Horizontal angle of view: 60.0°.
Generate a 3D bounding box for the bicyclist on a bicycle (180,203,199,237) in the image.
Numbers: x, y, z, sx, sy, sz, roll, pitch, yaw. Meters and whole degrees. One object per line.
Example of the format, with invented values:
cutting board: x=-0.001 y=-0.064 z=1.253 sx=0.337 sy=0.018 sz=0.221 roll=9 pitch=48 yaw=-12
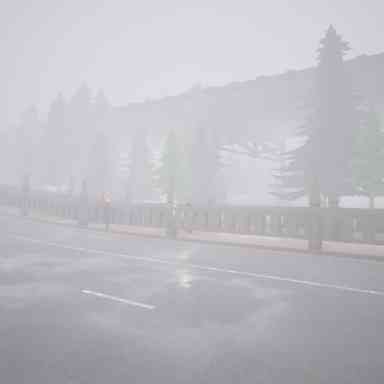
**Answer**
bicyclist on a bicycle: x=-0.091 y=1.346 z=16.116 sx=0.582 sy=1.620 sz=1.656 roll=1 pitch=-3 yaw=33
